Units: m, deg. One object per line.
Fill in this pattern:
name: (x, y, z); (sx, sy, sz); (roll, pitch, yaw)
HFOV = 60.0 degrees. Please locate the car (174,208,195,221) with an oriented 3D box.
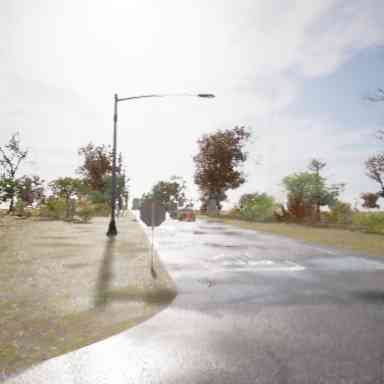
car: (-0.914, 3.182, 48.123); (2.097, 1.767, 4.553); (1, -2, -11)

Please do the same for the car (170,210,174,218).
car: (-2.711, 3.783, 57.596); (1.895, 1.301, 4.718); (1, -2, -11)
